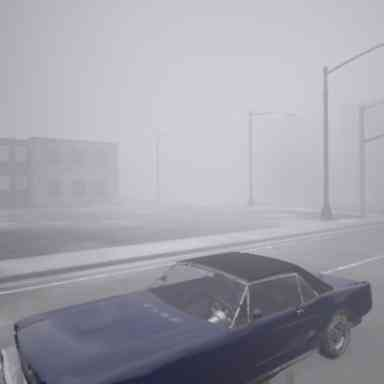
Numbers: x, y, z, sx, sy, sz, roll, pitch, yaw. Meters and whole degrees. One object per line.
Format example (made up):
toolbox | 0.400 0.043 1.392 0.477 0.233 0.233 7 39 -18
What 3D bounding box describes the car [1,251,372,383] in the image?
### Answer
car | 0.302 1.567 4.259 4.718 1.301 1.895 -1 1 -37
